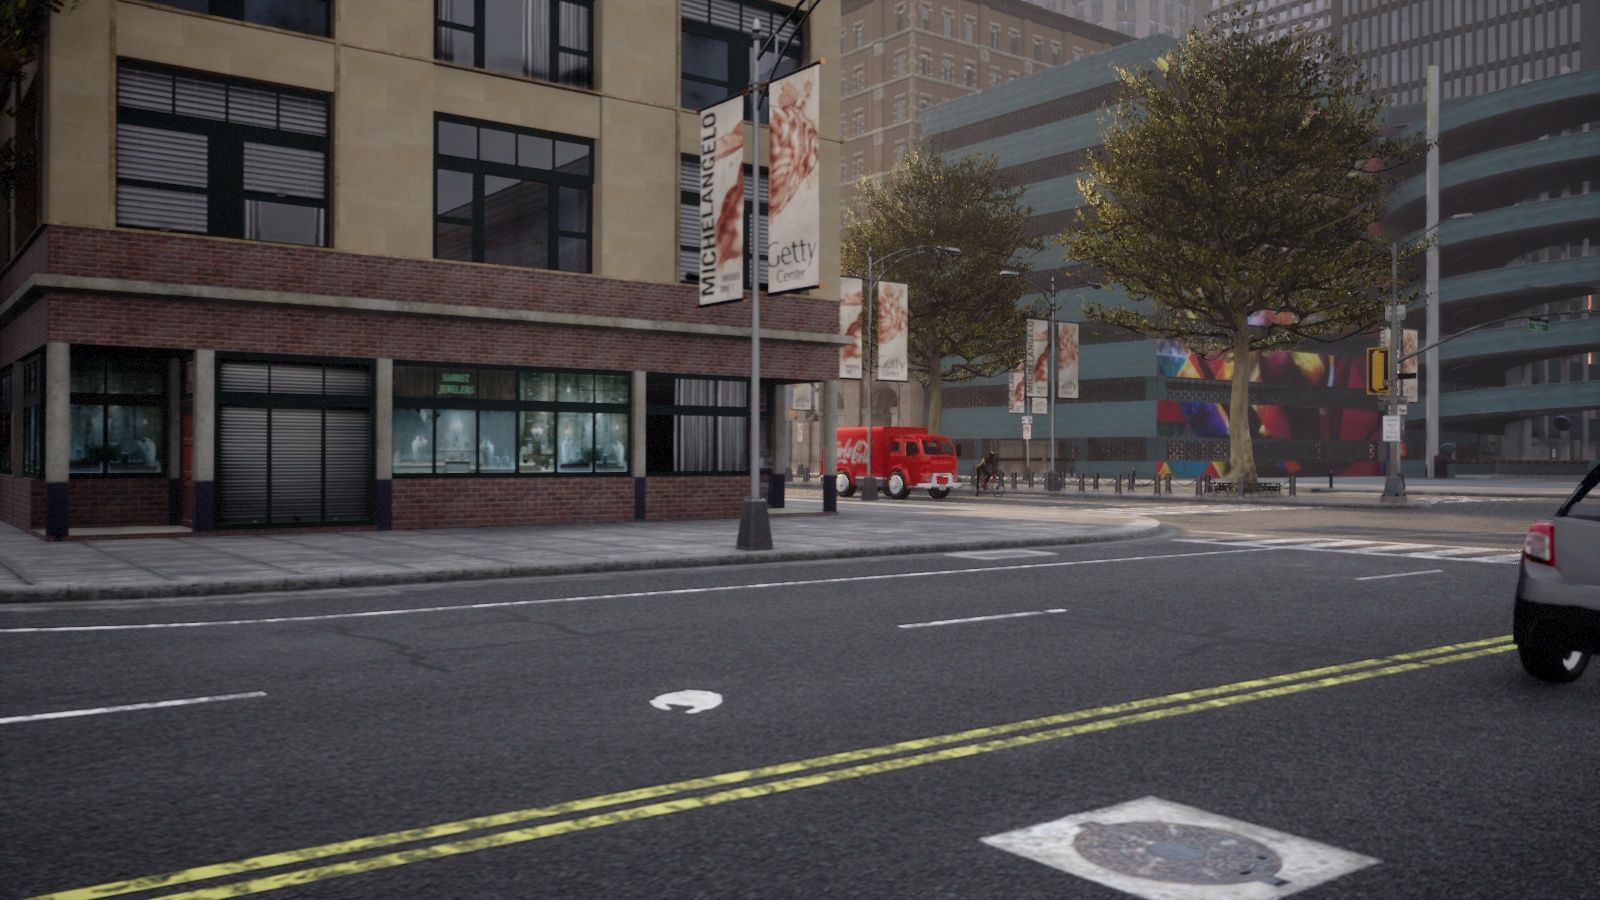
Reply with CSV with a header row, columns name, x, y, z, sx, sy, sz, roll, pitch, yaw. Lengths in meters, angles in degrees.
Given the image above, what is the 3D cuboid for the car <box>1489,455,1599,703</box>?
name,x,y,z,sx,sy,sz,roll,pitch,yaw
car,6.468,0.784,8.467,3.633,1.501,1.845,0,0,-36

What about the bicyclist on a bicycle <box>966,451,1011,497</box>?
name,x,y,z,sx,sy,sz,roll,pitch,yaw
bicyclist on a bicycle,6.730,0.853,44.968,0.582,1.620,1.656,0,0,-37

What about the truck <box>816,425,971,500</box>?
name,x,y,z,sx,sy,sz,roll,pitch,yaw
truck,3.168,0.410,43.810,2.627,2.467,5.204,0,0,-37
